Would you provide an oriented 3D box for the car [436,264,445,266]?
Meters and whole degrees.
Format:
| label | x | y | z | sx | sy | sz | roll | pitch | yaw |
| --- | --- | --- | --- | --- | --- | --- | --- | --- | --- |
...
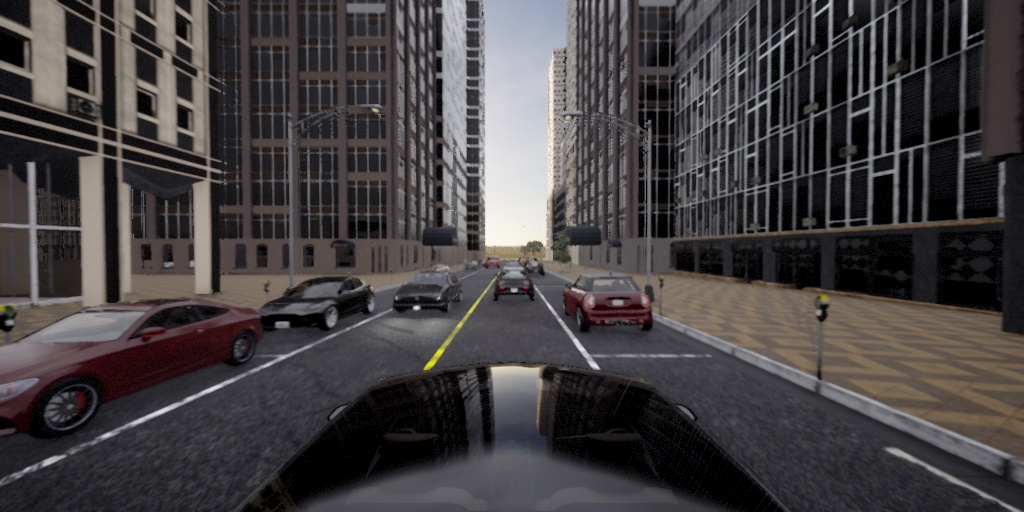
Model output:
| label | x | y | z | sx | sy | sz | roll | pitch | yaw |
| --- | --- | --- | --- | --- | --- | --- | --- | --- | --- |
| car | -5.684 | 1.296 | 27.882 | 1.751 | 1.417 | 4.829 | 0 | 0 | 0 |

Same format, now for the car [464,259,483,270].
| label | x | y | z | sx | sy | sz | roll | pitch | yaw |
| --- | --- | --- | --- | --- | --- | --- | --- | --- | --- |
| car | -5.707 | 1.330 | 50.749 | 2.007 | 1.370 | 4.403 | 0 | 0 | 0 |

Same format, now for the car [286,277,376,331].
| label | x | y | z | sx | sy | sz | roll | pitch | yaw |
| --- | --- | --- | --- | --- | --- | --- | --- | --- | --- |
| car | -5.660 | 1.326 | 11.029 | 1.948 | 1.339 | 4.313 | 0 | 0 | 0 |

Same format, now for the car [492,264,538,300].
| label | x | y | z | sx | sy | sz | roll | pitch | yaw |
| --- | --- | --- | --- | --- | --- | --- | --- | --- | --- |
| car | 0.094 | 1.291 | 17.663 | 1.812 | 1.442 | 4.674 | 0 | 0 | 0 |

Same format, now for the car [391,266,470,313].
| label | x | y | z | sx | sy | sz | roll | pitch | yaw |
| --- | --- | --- | --- | --- | --- | --- | --- | --- | --- |
| car | -3.103 | 1.310 | 14.325 | 2.033 | 1.411 | 5.357 | 0 | 0 | 0 |

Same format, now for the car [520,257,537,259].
| label | x | y | z | sx | sy | sz | roll | pitch | yaw |
| --- | --- | --- | --- | --- | --- | --- | --- | --- | --- |
| car | 2.675 | 1.095 | 50.694 | 2.192 | 1.841 | 5.009 | 0 | 0 | 0 |

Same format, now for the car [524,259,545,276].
| label | x | y | z | sx | sy | sz | roll | pitch | yaw |
| --- | --- | --- | --- | --- | --- | --- | --- | --- | --- |
| car | 2.339 | 1.301 | 37.128 | 1.812 | 1.442 | 4.674 | 0 | 0 | 0 |

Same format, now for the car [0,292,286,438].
| label | x | y | z | sx | sy | sz | roll | pitch | yaw |
| --- | --- | --- | --- | --- | --- | --- | --- | --- | --- |
| car | -5.658 | 1.336 | 5.356 | 1.802 | 1.307 | 4.207 | 0 | 0 | 0 |

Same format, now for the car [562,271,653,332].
| label | x | y | z | sx | sy | sz | roll | pitch | yaw |
| --- | --- | --- | --- | --- | --- | --- | --- | --- | --- |
| car | 2.688 | 1.201 | 10.972 | 1.967 | 1.591 | 4.097 | 0 | 0 | 0 |

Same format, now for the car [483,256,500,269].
| label | x | y | z | sx | sy | sz | roll | pitch | yaw |
| --- | --- | --- | --- | --- | --- | --- | --- | --- | --- |
| car | -3.067 | 0.998 | 56.810 | 2.150 | 2.045 | 5.566 | 0 | 0 | 1 |

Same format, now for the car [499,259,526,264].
| label | x | y | z | sx | sy | sz | roll | pitch | yaw |
| --- | --- | --- | --- | --- | --- | --- | --- | --- | --- |
| car | 0.087 | 1.322 | 35.726 | 2.033 | 1.411 | 5.357 | 0 | 0 | 0 |
